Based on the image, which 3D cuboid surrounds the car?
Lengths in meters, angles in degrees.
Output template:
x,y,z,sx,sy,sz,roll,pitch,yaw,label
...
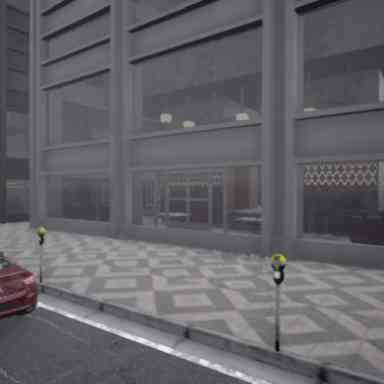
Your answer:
x,y,z,sx,sy,sz,roll,pitch,yaw,label
-4.519,1.583,6.183,4.206,1.307,1.802,0,0,35,car
